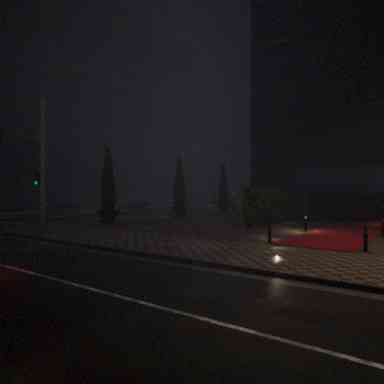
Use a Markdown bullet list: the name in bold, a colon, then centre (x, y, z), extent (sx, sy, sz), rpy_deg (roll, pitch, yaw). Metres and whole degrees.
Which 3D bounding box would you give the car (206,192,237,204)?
- **car**: centre (5.510, 1.174, 61.237), extent (2.150, 2.045, 5.566), rpy_deg (0, 0, 36)

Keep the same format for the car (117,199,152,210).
- **car**: centre (-7.425, 1.567, 43.529), extent (1.895, 1.301, 4.718), rpy_deg (0, 0, 36)

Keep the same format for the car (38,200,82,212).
- **car**: centre (-15.279, 1.564, 38.647), extent (1.895, 1.301, 4.718), rpy_deg (0, 0, 36)

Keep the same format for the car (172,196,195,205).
- **car**: centre (-1.436, 1.456, 57.715), extent (2.128, 1.511, 4.902), rpy_deg (0, 0, 36)
